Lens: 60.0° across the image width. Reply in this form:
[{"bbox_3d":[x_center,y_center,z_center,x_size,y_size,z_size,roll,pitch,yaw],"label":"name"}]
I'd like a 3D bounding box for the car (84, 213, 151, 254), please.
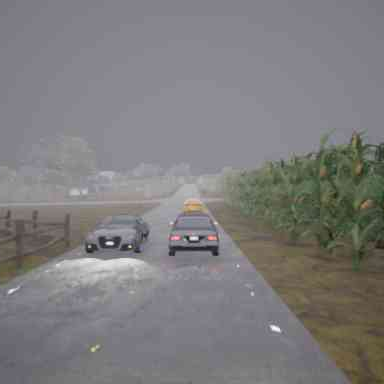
[{"bbox_3d":[-2.846,1.580,13.485,1.994,1.385,4.181,0,0,0],"label":"car"}]

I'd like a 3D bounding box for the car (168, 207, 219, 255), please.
[{"bbox_3d":[0.079,1.564,13.394,2.033,1.411,5.357,0,0,0],"label":"car"}]

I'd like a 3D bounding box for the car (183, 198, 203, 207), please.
[{"bbox_3d":[0.109,1.382,33.441,1.882,1.535,5.008,0,1,0],"label":"car"}]
